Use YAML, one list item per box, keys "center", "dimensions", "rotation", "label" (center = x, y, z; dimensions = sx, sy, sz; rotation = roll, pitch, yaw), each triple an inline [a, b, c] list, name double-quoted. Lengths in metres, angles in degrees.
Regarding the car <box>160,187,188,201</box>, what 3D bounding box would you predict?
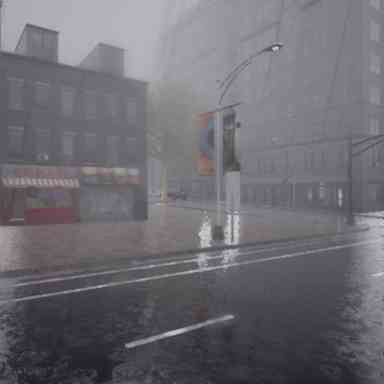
- center: [-2.881, 0.271, 52.922]
  dimensions: [2.150, 2.045, 5.566]
  rotation: [0, 3, -35]
  label: "car"
